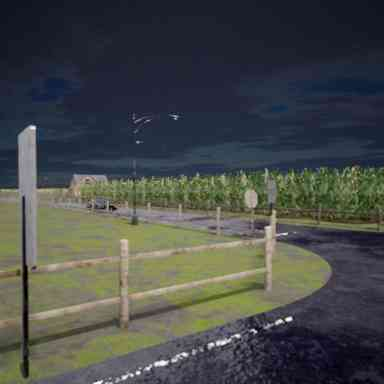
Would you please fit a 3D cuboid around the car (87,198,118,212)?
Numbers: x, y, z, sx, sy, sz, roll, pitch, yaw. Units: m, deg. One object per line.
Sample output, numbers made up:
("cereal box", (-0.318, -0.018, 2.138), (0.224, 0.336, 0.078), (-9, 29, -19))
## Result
("car", (-10.101, 1.421, 37.131), (2.033, 1.411, 5.357), (-1, 1, -37))
